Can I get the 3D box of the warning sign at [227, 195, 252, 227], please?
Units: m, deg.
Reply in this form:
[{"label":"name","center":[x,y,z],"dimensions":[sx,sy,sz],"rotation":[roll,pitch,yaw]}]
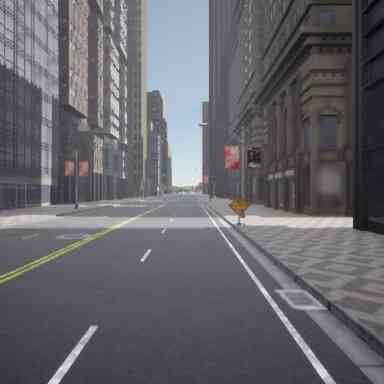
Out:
[{"label":"warning sign","center":[2.849,1.110,20.094],"dimensions":[1.300,1.860,1.060],"rotation":[0,0,0]}]
